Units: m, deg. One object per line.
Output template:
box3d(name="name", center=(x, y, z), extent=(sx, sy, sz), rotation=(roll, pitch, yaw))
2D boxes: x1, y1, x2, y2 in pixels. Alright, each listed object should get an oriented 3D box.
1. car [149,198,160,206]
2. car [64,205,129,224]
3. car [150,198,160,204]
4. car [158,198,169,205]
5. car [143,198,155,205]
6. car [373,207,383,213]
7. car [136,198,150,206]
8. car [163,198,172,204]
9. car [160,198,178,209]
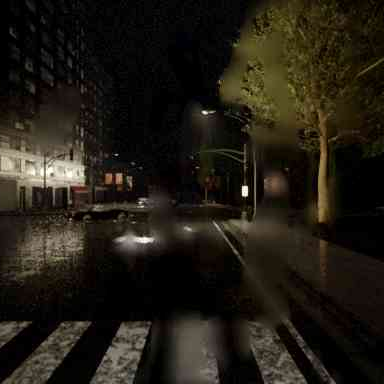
box3d(name="car", center=(-6.367, 1.964, 64.327), extent=(2.033, 1.411, 5.357), rotation=(0, -1, 1))
box3d(name="car", center=(-7.237, 1.685, 25.742), extent=(4.718, 1.301, 1.895), rotation=(0, 0, -44))
box3d(name="car", center=(-9.522, 2.253, 85.433), extent=(2.033, 1.411, 5.357), rotation=(0, -1, 0))
box3d(name="car", center=(-6.302, 2.027, 74.277), extent=(1.882, 1.535, 5.008), rotation=(0, -1, 0))
box3d(name="car", center=(-9.551, 2.098, 74.890), extent=(2.033, 1.411, 5.357), rotation=(0, -1, 0))
box3d(name="car", center=(42.461, 3.987, 74.943), extent=(5.357, 1.411, 2.033), rotation=(3, -3, -45))
box3d(name="car", center=(-9.616, 1.911, 64.593), extent=(2.128, 1.511, 4.902), rotation=(0, -1, 1))
box3d(name="car", center=(-6.274, 2.296, 84.601), extent=(1.895, 1.301, 4.718), rotation=(0, -1, 0))
box3d(name="car", center=(-3.247, 1.826, 52.045), extent=(2.033, 1.411, 5.357), rotation=(0, -1, 3))
